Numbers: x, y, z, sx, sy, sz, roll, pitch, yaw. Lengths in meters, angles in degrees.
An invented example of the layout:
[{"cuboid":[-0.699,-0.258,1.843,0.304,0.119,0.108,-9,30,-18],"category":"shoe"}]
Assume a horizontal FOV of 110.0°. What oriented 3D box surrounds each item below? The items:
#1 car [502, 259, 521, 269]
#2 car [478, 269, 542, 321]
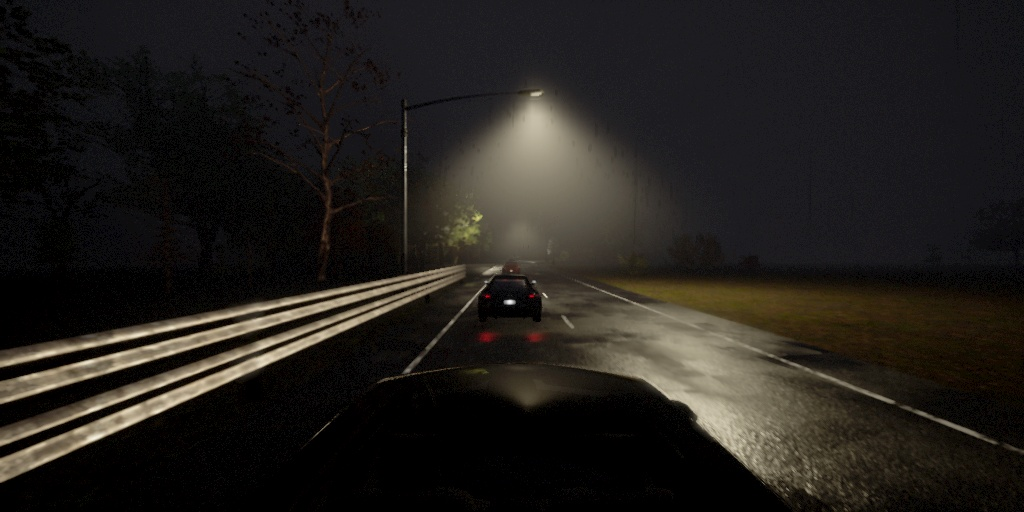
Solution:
[{"cuboid":[-0.067,1.275,37.364,1.812,1.442,4.674,0,0,0],"category":"car"},{"cuboid":[-0.063,1.318,12.481,1.994,1.385,4.181,0,0,0],"category":"car"}]
